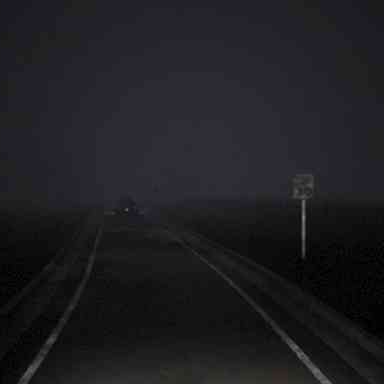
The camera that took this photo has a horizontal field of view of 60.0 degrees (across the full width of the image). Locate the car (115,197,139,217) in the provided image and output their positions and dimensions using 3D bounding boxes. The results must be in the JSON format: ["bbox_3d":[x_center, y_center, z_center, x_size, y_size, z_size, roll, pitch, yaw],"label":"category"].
[{"bbox_3d":[-5.682,1.388,29.075,1.994,1.385,4.181,0,0,-11],"label":"car"}]
